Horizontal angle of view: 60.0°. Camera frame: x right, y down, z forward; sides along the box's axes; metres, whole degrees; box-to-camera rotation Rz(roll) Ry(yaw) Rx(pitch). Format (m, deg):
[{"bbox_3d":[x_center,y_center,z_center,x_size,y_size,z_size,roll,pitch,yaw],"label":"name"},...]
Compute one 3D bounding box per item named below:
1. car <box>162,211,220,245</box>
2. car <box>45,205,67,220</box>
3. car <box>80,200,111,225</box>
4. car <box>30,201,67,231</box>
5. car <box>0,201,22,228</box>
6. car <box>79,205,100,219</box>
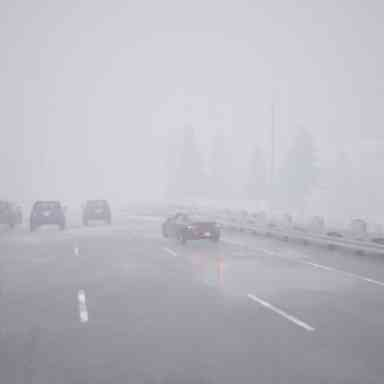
[{"bbox_3d":[-0.144,1.692,16.560,1.812,1.442,4.674,0,-1,-20],"label":"car"},{"bbox_3d":[-15.409,2.277,37.898,2.033,1.411,5.357,0,-1,-20],"label":"car"},{"bbox_3d":[-8.242,1.692,28.497,2.150,2.045,5.566,0,-1,-20],"label":"car"},{"bbox_3d":[-10.376,1.640,24.153,2.150,2.045,5.566,0,-1,-20],"label":"car"},{"bbox_3d":[-14.768,1.726,25.962,2.150,2.045,5.566,0,-1,-20],"label":"car"},{"bbox_3d":[-12.035,2.252,38.849,2.033,1.411,5.357,0,-1,-20],"label":"car"}]
